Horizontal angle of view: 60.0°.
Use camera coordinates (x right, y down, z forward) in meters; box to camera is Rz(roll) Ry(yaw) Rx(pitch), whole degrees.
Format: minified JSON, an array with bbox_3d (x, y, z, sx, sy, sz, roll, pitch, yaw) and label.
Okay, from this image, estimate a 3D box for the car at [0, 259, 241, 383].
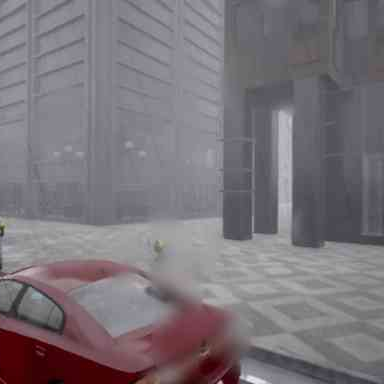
[{"bbox_3d":[-1.614,1.527,4.111,4.507,1.381,1.887,0,0,36],"label":"car"}]
